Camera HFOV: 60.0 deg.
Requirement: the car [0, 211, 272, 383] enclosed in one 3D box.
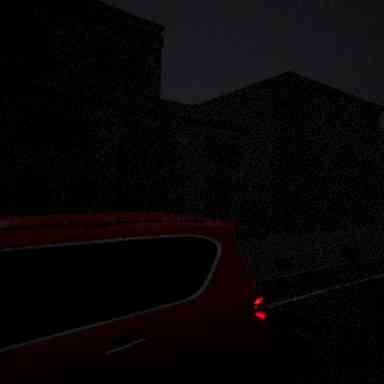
[{"bbox_3d":[-1.854,1.220,2.364,5.566,2.045,2.150,0,0,-36],"label":"car"}]
